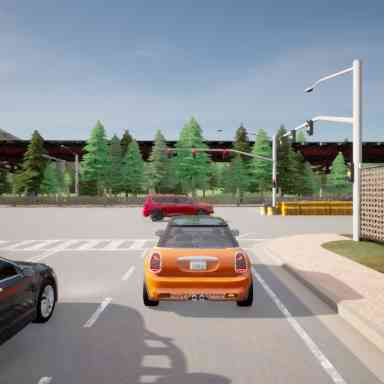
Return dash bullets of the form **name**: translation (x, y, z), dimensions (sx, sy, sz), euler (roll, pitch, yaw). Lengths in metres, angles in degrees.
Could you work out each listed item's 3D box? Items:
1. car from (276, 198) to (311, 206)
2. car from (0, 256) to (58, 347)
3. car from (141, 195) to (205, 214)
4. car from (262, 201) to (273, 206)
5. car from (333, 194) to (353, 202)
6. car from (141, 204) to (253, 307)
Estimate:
- **car**: translation (11.957, 1.601, 36.710), dimensions (4.718, 1.301, 1.895), euler (0, 0, -3)
- **car**: translation (-3.399, 1.505, 4.285), dimensions (1.837, 1.490, 4.892), euler (0, 0, 0)
- **car**: translation (-1.084, 1.221, 25.635), dimensions (5.566, 2.045, 2.150), euler (0, 0, -2)
- **car**: translation (11.633, 1.526, 43.739), dimensions (4.674, 1.442, 1.812), euler (0, 0, -2)
- **car**: translation (21.461, 1.223, 44.041), dimensions (5.566, 2.045, 2.150), euler (0, 0, -2)
- **car**: translation (0.128, 1.352, 8.161), dimensions (2.097, 1.767, 4.553), euler (0, 0, 0)
